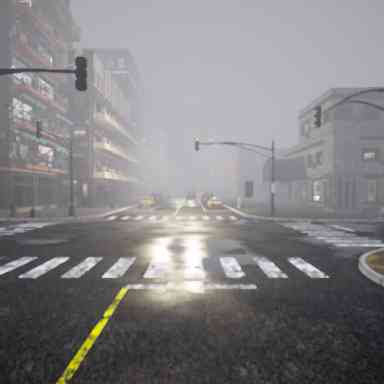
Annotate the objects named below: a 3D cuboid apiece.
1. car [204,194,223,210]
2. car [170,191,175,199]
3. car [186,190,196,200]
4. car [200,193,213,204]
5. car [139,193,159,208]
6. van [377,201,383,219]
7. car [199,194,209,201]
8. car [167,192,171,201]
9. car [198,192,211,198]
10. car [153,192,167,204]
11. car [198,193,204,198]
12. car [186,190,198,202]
[{"bbox_3d":[2.608,1.271,38.214,1.752,1.417,4.829,0,0,0],"label":"car"},{"bbox_3d":[-5.872,1.041,82.339,1.887,1.381,4.507,0,0,0],"label":"car"},{"bbox_3d":[-0.166,0.649,74.874,2.150,2.045,5.566,0,0,0],"label":"car"},{"bbox_3d":[2.583,1.261,49.123,1.802,1.307,4.206,0,0,0],"label":"car"},{"bbox_3d":[-5.785,1.239,43.394,1.752,1.417,4.829,0,0,0],"label":"car"},{"bbox_3d":[14.850,1.253,22.556,3.998,1.788,1.690,0,0,0],"label":"van"},{"bbox_3d":[2.534,1.105,71.279,2.008,1.369,4.403,0,0,0],"label":"car"},{"bbox_3d":[-5.835,1.135,65.720,2.008,1.369,4.403,0,0,0],"label":"car"},{"bbox_3d":[2.572,0.962,54.660,2.192,1.841,5.009,0,0,0],"label":"car"},{"bbox_3d":[-5.809,0.962,54.641,2.192,1.841,5.009,0,0,0],"label":"car"},{"bbox_3d":[2.483,0.965,93.606,1.752,1.417,4.829,0,0,0],"label":"car"},{"bbox_3d":[-0.144,0.941,64.813,2.097,1.767,4.553,0,0,0],"label":"car"}]
